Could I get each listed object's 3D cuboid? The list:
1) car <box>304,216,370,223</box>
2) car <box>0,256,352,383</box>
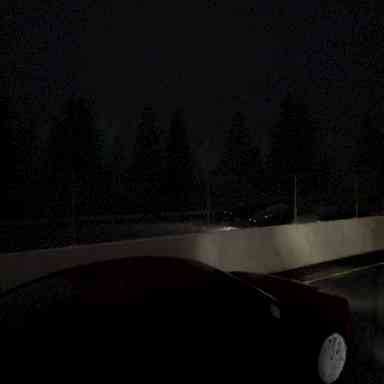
[{"bbox_3d":[7.254,1.338,16.979,4.674,1.442,1.812,-1,0,-30],"label":"car"},{"bbox_3d":[-0.281,1.456,3.530,5.008,1.535,1.882,-1,0,-35],"label":"car"}]
